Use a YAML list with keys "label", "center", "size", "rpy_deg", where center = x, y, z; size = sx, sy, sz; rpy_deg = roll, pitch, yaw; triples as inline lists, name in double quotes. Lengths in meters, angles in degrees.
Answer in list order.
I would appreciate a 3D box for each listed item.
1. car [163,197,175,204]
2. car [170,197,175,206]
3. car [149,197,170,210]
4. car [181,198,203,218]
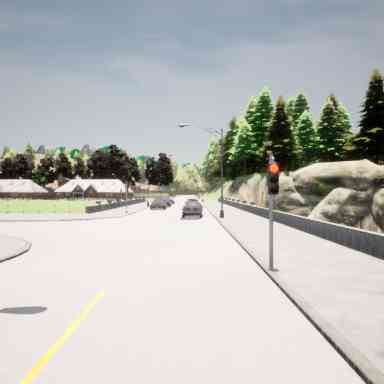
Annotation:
- label: "car"
  center: [-4.262, 1.601, 62.424]
  size: [1.895, 1.301, 4.718]
  rpy_deg: [0, 0, 0]
- label: "car"
  center: [-4.265, 1.547, 52.382]
  size: [2.033, 1.411, 5.357]
  rpy_deg: [0, 0, -1]
- label: "car"
  center: [-4.240, 1.526, 42.674]
  size: [1.812, 1.442, 4.674]
  rpy_deg: [0, 0, -1]
- label: "car"
  center: [0.002, 1.547, 30.152]
  size: [2.033, 1.411, 5.357]
  rpy_deg: [0, 0, 1]
